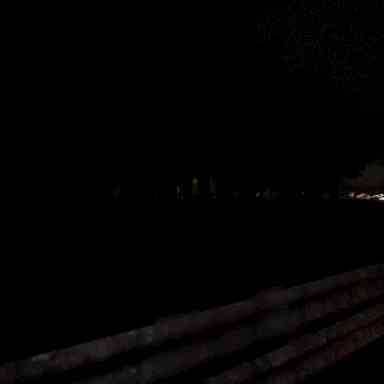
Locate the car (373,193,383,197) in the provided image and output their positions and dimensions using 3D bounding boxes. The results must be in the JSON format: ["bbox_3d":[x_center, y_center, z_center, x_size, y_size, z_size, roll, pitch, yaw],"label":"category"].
[{"bbox_3d":[39.420,0.809,69.507,1.895,1.301,4.718,0,1,16],"label":"car"}]
